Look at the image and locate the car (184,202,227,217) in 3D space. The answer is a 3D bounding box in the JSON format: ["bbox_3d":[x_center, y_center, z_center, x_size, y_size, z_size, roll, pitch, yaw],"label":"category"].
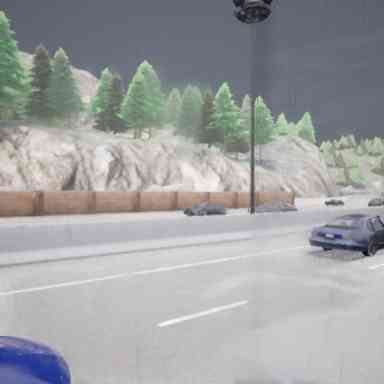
[{"bbox_3d":[1.290,1.625,31.179,4.181,1.385,1.994,0,0,-38],"label":"car"}]

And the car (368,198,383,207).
[{"bbox_3d":[28.486,1.664,50.887,1.837,1.490,4.892,0,-1,43],"label":"car"}]

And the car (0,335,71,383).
[{"bbox_3d":[-3.007,1.522,1.613,4.674,1.442,1.812,0,0,-36],"label":"car"}]

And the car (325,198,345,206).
[{"bbox_3d":[24.363,1.760,56.713,1.895,1.301,4.718,0,0,42],"label":"car"}]

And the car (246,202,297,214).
[{"bbox_3d":[6.321,1.554,26.218,4.902,1.511,2.128,0,0,-38],"label":"car"}]

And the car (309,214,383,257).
[{"bbox_3d":[6.827,1.587,13.154,5.357,1.411,2.033,0,0,-37],"label":"car"}]
